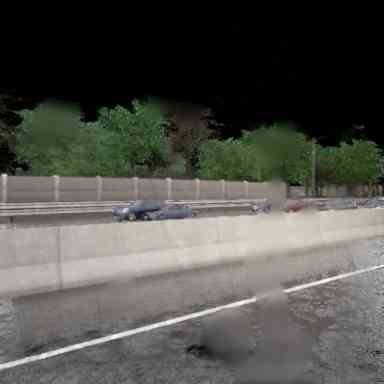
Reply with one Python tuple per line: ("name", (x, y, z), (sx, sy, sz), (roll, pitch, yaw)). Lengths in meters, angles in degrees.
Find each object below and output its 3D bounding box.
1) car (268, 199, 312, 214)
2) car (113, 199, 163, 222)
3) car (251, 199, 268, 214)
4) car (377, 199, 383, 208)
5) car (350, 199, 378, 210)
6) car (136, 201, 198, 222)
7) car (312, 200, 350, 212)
("car", (10.075, 1.493, 32.570), (5.008, 1.535, 1.882), (0, 0, -35))
("car", (-3.885, 1.352, 26.078), (4.553, 1.767, 2.097), (0, 0, -38))
("car", (8.437, 1.507, 35.581), (4.902, 1.511, 2.128), (0, 0, -36))
("car", (7.664, 1.222, 9.193), (5.566, 2.045, 2.150), (0, 0, -35))
("car", (15.724, 1.371, 27.984), (4.553, 1.767, 2.097), (0, 0, -35))
("car", (-1.581, 1.564, 24.216), (4.181, 1.385, 1.994), (0, 0, -35))
("car", (13.658, 1.523, 30.811), (4.892, 1.490, 1.837), (0, 0, -35))
